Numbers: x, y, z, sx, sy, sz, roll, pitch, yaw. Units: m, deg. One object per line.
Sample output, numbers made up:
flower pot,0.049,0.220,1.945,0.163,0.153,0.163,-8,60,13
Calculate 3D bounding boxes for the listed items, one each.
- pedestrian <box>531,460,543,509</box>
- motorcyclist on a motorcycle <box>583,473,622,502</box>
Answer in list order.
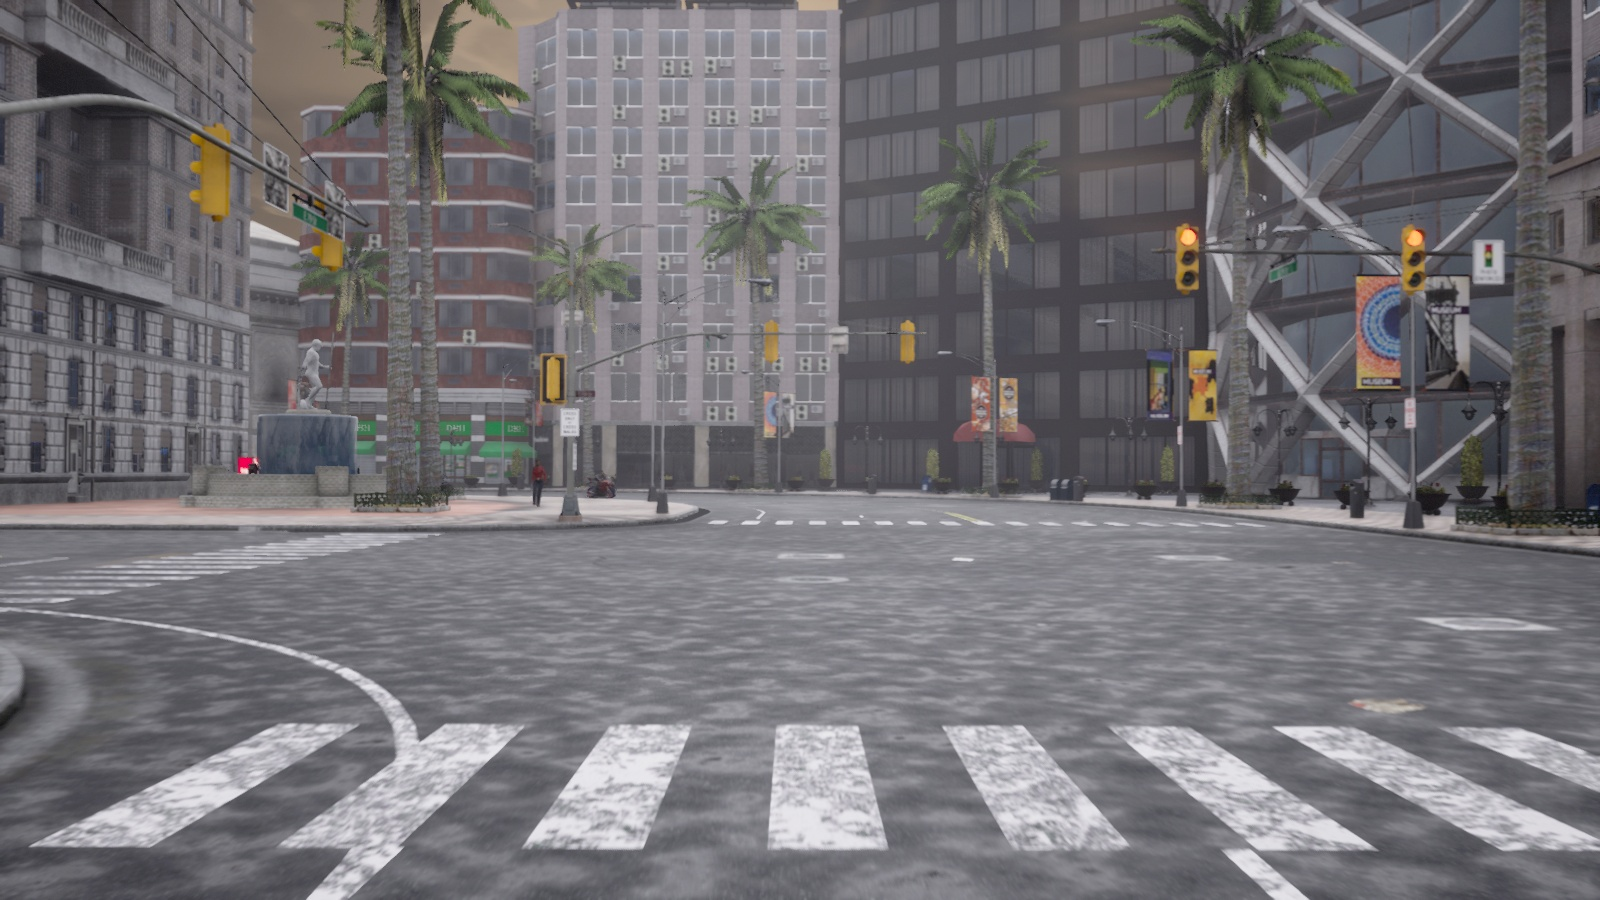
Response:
pedestrian,-9.961,1.309,47.601,0.331,1.846,0.636,0,-1,-1
motorcyclist on a motorcycle,-10.917,2.055,69.327,2.191,1.530,0.866,-1,-1,38
